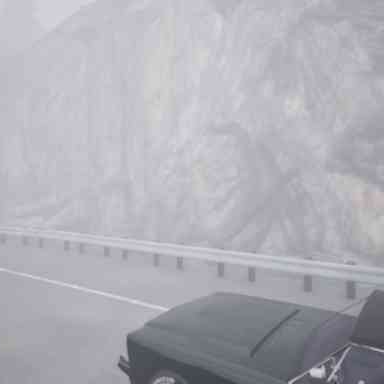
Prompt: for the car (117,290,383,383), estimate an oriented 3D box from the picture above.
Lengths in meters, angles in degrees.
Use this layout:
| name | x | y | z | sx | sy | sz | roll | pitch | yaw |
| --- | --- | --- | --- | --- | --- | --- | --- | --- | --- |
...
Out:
| name | x | y | z | sx | sy | sz | roll | pitch | yaw |
| --- | --- | --- | --- | --- | --- | --- | --- | --- | --- |
| car | 1.593 | 1.593 | 2.767 | 4.718 | 1.301 | 1.895 | 0 | 0 | 35 |
